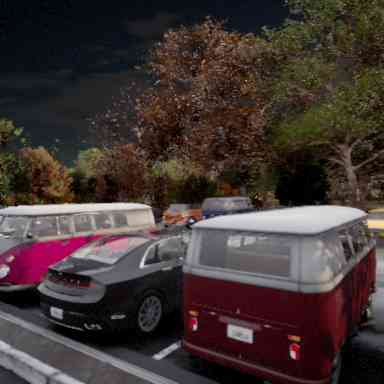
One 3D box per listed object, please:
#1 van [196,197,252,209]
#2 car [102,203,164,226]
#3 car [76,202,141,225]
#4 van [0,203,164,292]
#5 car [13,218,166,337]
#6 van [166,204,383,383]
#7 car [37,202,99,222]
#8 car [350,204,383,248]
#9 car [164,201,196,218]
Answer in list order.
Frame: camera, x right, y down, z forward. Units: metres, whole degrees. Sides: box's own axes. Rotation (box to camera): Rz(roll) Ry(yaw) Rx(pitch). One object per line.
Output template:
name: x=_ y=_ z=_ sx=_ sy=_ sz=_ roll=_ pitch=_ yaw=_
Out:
van: x=2.441 y=1.325 z=20.897 sx=1.878 sy=1.987 sz=4.442 roll=-1 pitch=0 yaw=35
car: x=-4.425 y=1.678 z=25.643 sx=2.002 sy=1.452 sz=4.674 roll=-1 pitch=0 yaw=35
car: x=-6.694 y=1.672 z=27.263 sx=2.097 sy=1.535 sz=5.008 roll=-1 pitch=-1 yaw=35
van: x=-2.941 y=1.301 z=8.391 sx=1.878 sy=1.987 sz=4.442 roll=-1 pitch=0 yaw=35
car: x=-0.590 y=1.504 z=6.856 sx=2.231 sy=1.521 sz=4.892 roll=-1 pitch=0 yaw=35
van: x=1.764 y=1.254 z=5.334 sx=1.878 sy=1.987 sz=4.442 roll=-1 pitch=0 yaw=35
car: x=-11.234 y=1.752 z=30.485 sx=2.097 sy=1.535 sz=5.008 roll=-1 pitch=-1 yaw=35
car: x=9.080 y=1.477 z=15.810 sx=1.946 sy=1.575 sz=5.366 roll=-1 pitch=0 yaw=35
car: x=0.090 y=1.452 z=22.388 sx=2.185 sy=1.767 sz=4.553 roll=-1 pitch=0 yaw=35
